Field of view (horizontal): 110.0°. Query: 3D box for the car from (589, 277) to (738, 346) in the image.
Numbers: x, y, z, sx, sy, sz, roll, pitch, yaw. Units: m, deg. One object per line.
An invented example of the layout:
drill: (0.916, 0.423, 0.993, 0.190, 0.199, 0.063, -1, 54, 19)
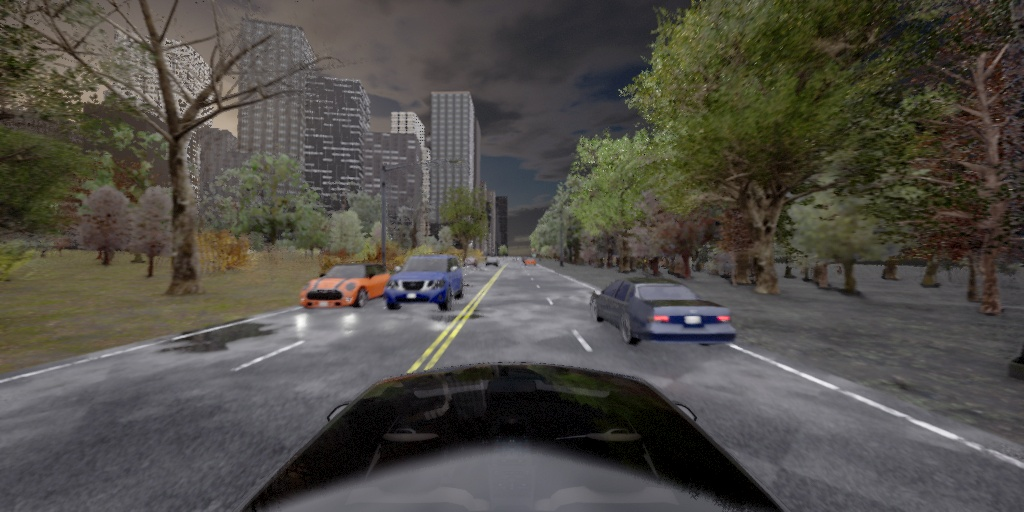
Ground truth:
car: (3.394, 1.256, 9.226, 2.033, 1.411, 5.357, 0, 0, 0)

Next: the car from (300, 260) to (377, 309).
car: (-6.563, 1.084, 14.740, 2.097, 1.767, 4.553, 0, 0, 0)

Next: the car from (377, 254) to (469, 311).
car: (-3.315, 0.955, 14.672, 2.150, 2.045, 5.566, 0, 0, 0)

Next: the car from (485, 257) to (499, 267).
car: (-3.110, 0.921, 56.453, 1.882, 1.535, 5.008, 1, 0, 1)

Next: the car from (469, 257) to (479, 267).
car: (-6.324, 0.842, 55.903, 1.812, 1.442, 4.674, 5, 1, 1)
